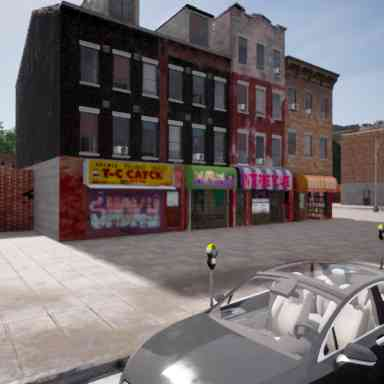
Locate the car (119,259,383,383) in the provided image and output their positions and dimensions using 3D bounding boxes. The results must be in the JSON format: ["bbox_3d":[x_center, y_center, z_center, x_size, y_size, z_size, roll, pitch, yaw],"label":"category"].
[{"bbox_3d":[1.353,1.552,3.760,4.403,1.369,2.008,0,0,-35],"label":"car"}]
